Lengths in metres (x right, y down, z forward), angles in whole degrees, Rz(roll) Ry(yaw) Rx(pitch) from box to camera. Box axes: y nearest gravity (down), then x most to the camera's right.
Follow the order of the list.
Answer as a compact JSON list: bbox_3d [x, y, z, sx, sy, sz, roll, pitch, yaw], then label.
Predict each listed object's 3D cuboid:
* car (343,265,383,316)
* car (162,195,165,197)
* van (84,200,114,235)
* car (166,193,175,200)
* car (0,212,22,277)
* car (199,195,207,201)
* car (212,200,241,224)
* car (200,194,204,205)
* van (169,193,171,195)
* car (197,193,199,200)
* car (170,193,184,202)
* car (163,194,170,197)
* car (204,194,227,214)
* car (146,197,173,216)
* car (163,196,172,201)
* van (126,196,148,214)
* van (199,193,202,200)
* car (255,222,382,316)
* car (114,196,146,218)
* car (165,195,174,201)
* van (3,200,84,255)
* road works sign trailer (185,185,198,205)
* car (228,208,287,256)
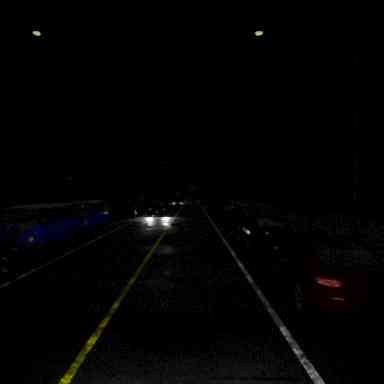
[{"bbox_3d":[2.759,1.549,1.584,2.008,1.369,4.403,0,0,0],"label":"car"},{"bbox_3d":[-5.811,1.525,52.289,1.887,1.381,4.507,0,0,0],"label":"car"},{"bbox_3d":[-5.781,1.328,18.470,1.690,1.788,3.998,0,0,0],"label":"van"},{"bbox_3d":[-5.846,1.309,91.746,2.192,1.841,5.009,0,0,0],"label":"car"},{"bbox_3d":[-5.771,1.434,7.197,1.967,1.590,4.097,0,0,0],"label":"car"},{"bbox_3d":[2.690,1.515,80.661,1.752,1.417,4.829,0,0,0],"label":"car"},{"bbox_3d":[2.739,1.529,24.129,1.887,1.381,4.507,0,0,0],"label":"car"},{"bbox_3d":[2.709,1.507,58.116,1.752,1.417,4.829,0,0,0],"label":"car"},{"bbox_3d":[-5.831,1.328,74.836,1.690,1.788,3.998,0,0,0],"label":"van"},{"bbox_3d":[2.694,1.427,74.855,1.967,1.590,4.097,0,0,0],"label":"car"},{"bbox_3d":[-3.063,1.359,72.437,1.882,1.535,5.008,0,0,0],"label":"car"},{"bbox_3d":[-5.820,1.549,63.562,1.947,1.339,4.313,0,0,0],"label":"car"},{"bbox_3d":[2.729,1.296,35.401,2.192,1.841,5.009,0,0,0],"label":"car"},{"bbox_3d":[-3.126,1.507,31.850,1.812,1.442,4.674,0,0,0],"label":"car"},{"bbox_3d":[-5.835,1.555,80.473,1.947,1.339,4.313,0,0,0],"label":"car"},{"bbox_3d":[-5.796,1.322,35.379,1.690,1.788,3.998,0,0,0],"label":"van"},{"bbox_3d":[2.704,1.324,63.582,1.690,1.788,3.998,0,0,0],"label":"van"},{"bbox_3d":[2.754,1.576,7.220,1.802,1.307,4.206,0,0,0],"label":"car"},{"bbox_3d":[-5.791,1.297,29.742,2.192,1.841,5.009,0,0,0],"label":"car"},{"bbox_3d":[-5.840,1.557,86.110,1.947,1.339,4.313,0,0,0],"label":"car"},{"bbox_3d":[-5.776,1.331,12.833,1.690,1.788,3.998,0,0,0],"label":"van"},{"bbox_3d":[-0.052,0.446,59.896,2.380,3.560,2.880,0,0,0],"label":"road works sign trailer"},{"bbox_3d":[2.749,1.541,12.857,2.008,1.369,4.403,0,0,0],"label":"car"}]
